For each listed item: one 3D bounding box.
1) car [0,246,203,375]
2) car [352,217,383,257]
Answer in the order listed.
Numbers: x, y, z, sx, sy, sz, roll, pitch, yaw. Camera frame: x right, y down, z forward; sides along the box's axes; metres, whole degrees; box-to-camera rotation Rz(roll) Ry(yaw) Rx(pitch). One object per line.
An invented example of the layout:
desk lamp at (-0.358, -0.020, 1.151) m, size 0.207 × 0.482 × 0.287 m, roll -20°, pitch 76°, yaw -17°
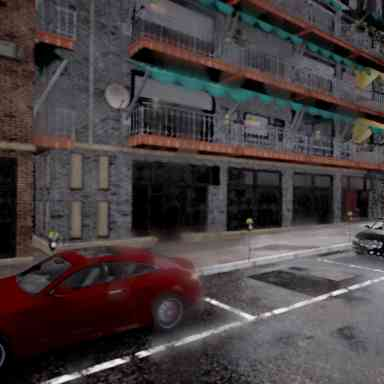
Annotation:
car at (-1.752, 1.580, 5.296) m, size 4.206 × 1.307 × 1.802 m, roll 0°, pitch 1°, yaw -35°
car at (7.453, 1.535, 11.854) m, size 4.403 × 1.369 × 2.008 m, roll 0°, pitch 1°, yaw -35°
